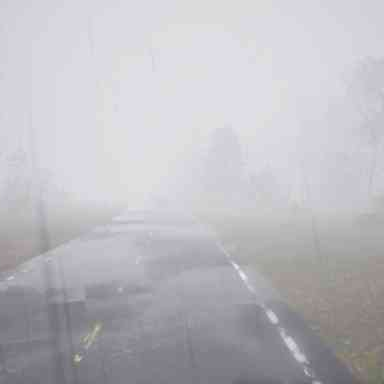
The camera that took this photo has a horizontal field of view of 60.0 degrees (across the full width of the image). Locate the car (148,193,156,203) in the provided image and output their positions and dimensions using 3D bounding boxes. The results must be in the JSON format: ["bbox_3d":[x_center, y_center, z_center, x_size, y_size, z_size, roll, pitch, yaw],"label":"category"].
[{"bbox_3d":[-7.146,1.065,62.893,2.097,1.767,4.553,0,0,-13],"label":"car"}]

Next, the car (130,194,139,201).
[{"bbox_3d":[-12.388,1.217,71.512,2.033,1.411,5.357,0,0,-14],"label":"car"}]

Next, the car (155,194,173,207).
[{"bbox_3d":[-3.699,1.300,45.278,1.837,1.490,4.892,0,0,-9],"label":"car"}]
